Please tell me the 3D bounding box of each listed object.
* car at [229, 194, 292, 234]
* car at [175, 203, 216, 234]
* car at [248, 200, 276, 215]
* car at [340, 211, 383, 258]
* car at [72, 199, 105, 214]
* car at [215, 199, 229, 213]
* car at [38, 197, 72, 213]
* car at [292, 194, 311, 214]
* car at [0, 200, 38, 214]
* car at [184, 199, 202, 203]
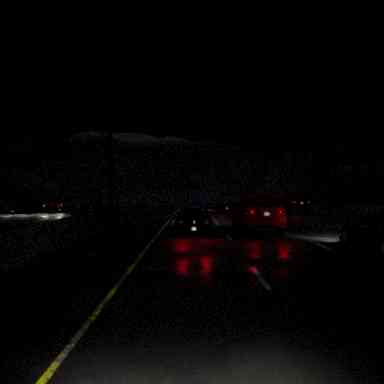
[{"bbox_3d":[3.602,1.145,18.663,2.150,2.045,5.566,0,0,0],"label":"car"},{"bbox_3d":[0.102,1.525,18.697,1.895,1.301,4.718,0,0,0],"label":"car"},{"bbox_3d":[7.103,1.569,34.414,1.895,1.301,4.718,0,0,0],"label":"car"},{"bbox_3d":[7.100,1.439,11.999,1.837,1.490,4.892,0,0,0],"label":"car"},{"bbox_3d":[-10.591,1.451,35.140,1.882,1.535,5.008,0,0,0],"label":"car"},{"bbox_3d":[3.604,1.508,36.535,1.812,1.442,4.674,0,0,0],"label":"car"},{"bbox_3d":[-14.089,1.327,35.493,2.097,1.767,4.553,0,0,0],"label":"car"},{"bbox_3d":[10.603,1.192,34.760,2.150,2.045,5.566,0,0,0],"label":"car"},{"bbox_3d":[-17.592,1.521,35.229,2.033,1.411,5.357,0,0,0],"label":"car"},{"bbox_3d":[0.104,1.508,36.528,1.812,1.442,4.674,0,0,0],"label":"car"}]
